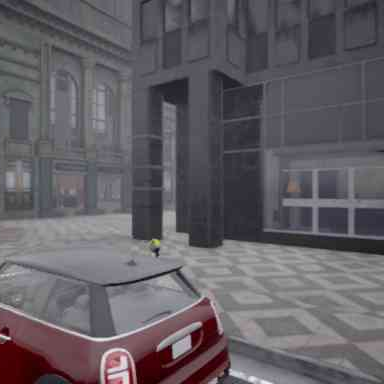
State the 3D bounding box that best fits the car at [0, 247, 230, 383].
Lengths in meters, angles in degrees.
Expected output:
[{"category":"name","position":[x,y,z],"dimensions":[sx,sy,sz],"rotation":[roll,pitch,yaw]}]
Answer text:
[{"category":"car","position":[-1.672,1.424,4.161],"dimensions":[4.097,1.590,1.967],"rotation":[0,0,36]}]
